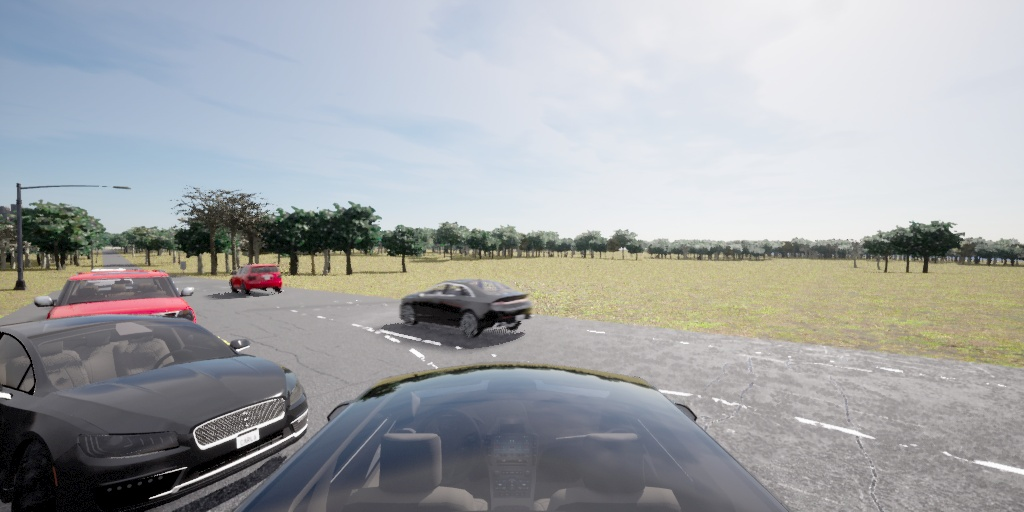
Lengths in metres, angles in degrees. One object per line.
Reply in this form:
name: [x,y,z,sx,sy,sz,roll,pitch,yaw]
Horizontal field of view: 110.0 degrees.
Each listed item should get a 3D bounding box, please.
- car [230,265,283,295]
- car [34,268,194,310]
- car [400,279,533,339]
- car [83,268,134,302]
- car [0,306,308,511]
car: [-18.505,1.663,25.902,5.566,2.045,2.150,-2,0,41]
car: [-9.426,1.384,8.668,5.566,2.045,2.150,-2,0,41]
car: [-1.600,1.476,11.133,4.902,1.511,2.128,-2,0,41]
car: [-27.924,1.886,24.854,5.566,2.045,2.150,-2,0,41]
car: [-4.540,1.445,3.996,4.892,1.490,1.837,-3,-3,21]
